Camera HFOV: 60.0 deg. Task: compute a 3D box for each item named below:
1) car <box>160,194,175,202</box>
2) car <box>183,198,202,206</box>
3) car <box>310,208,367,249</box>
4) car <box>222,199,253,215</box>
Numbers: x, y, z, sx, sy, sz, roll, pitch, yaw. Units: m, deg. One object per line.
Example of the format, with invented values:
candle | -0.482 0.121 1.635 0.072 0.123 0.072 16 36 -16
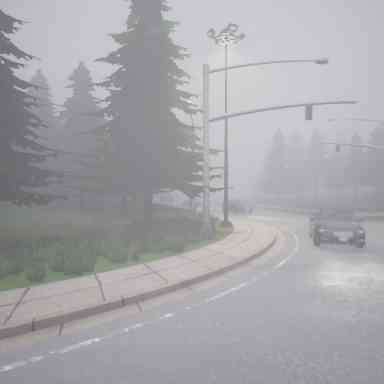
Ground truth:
car | -5.120 1.311 67.991 2.150 2.045 5.566 0 0 -18
car | 0.042 1.601 50.939 1.895 1.301 4.718 0 0 -16
car | 6.313 1.495 14.738 2.128 1.511 4.902 1 0 16
car | 4.672 1.489 34.433 2.128 1.511 4.902 0 0 -15
